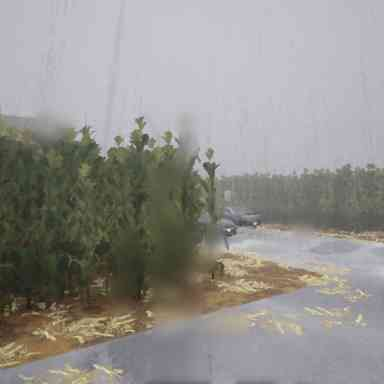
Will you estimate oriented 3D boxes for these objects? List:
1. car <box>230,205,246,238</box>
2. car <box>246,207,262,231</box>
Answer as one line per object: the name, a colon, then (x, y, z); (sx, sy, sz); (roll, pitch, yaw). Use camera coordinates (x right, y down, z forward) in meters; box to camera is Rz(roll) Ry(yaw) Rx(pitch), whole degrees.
car: (0.303, 1.572, 17.435); (1.837, 1.490, 4.892); (0, -1, -36)
car: (2.120, 1.571, 20.568); (2.128, 1.511, 4.902); (0, -1, -36)
